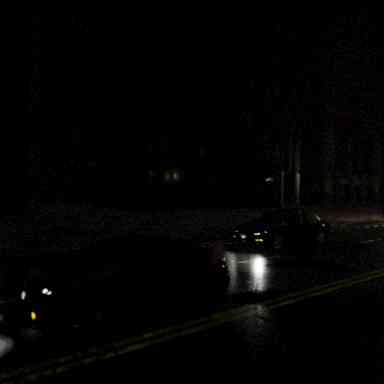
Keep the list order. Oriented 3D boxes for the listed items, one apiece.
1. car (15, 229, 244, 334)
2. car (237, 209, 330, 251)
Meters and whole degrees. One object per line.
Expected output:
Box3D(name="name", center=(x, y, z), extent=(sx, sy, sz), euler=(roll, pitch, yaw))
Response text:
Box3D(name="car", center=(-1.221, 1.569, 6.791), extent=(4.181, 1.385, 1.994), euler=(0, 0, -35))
Box3D(name="car", center=(3.998, 1.528, 14.452), extent=(4.892, 1.490, 1.837), euler=(0, 0, -35))
